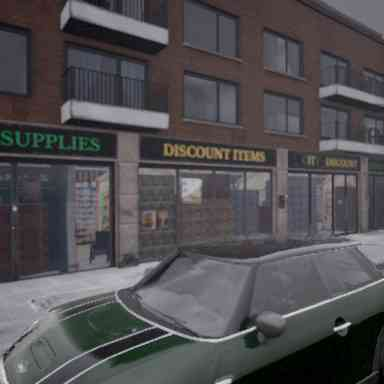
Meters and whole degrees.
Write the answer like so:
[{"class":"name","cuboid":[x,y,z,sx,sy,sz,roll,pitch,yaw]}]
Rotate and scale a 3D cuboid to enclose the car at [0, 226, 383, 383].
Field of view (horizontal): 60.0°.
[{"class":"car","cuboid":[0.411,1.341,3.655,4.553,1.767,2.097,0,0,-35]}]
